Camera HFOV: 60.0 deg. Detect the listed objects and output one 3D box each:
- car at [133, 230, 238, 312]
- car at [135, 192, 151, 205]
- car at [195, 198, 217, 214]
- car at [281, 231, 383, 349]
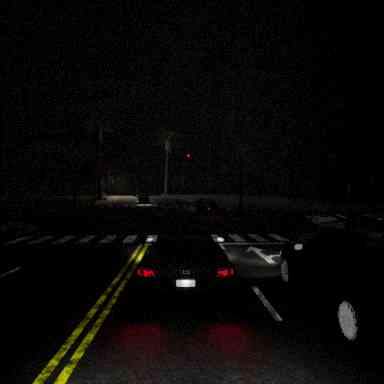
[{"bbox_3d":[-0.158,1.563,7.812,1.994,1.385,4.181,0,0,-1],"label":"car"},{"bbox_3d":[-7.536,1.222,52.633,2.033,1.411,5.357,0,1,-8],"label":"car"},{"bbox_3d":[1.401,1.389,34.661,2.128,1.511,4.902,0,1,-5],"label":"car"},{"bbox_3d":[3.188,1.476,6.349,1.882,1.535,5.008,0,0,-2],"label":"car"}]
